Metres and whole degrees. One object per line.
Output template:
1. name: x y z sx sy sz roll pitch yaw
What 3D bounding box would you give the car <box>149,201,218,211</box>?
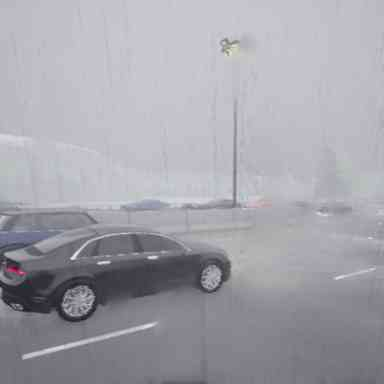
1. car: -0.686 1.525 24.945 4.718 1.301 1.895 1 0 -35

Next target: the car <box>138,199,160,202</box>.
1. car: -4.754 1.401 34.924 5.357 1.411 2.033 1 0 -35

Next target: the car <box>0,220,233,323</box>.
1. car: -1.291 1.469 7.128 4.892 1.490 1.837 0 0 -35

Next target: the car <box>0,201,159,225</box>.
1. car: -3.559 1.284 9.810 4.553 1.767 2.097 1 0 -35

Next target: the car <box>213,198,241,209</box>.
1. car: 3.245 1.443 36.266 4.892 1.490 1.837 1 0 -35

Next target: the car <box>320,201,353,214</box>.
1. car: 15.754 1.657 36.451 4.181 1.385 1.994 1 0 -35

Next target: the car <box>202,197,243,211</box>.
1. car: 3.815 1.451 40.867 5.008 1.535 1.882 1 0 -35

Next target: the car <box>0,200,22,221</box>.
1. car: -15.093 1.319 23.331 5.357 1.411 2.033 1 0 -35

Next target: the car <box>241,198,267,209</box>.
1. car: 7.881 1.405 35.168 4.553 1.767 2.097 1 0 -35

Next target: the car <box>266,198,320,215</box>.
1. car: 9.876 1.539 32.294 5.008 1.535 1.882 1 0 -35
